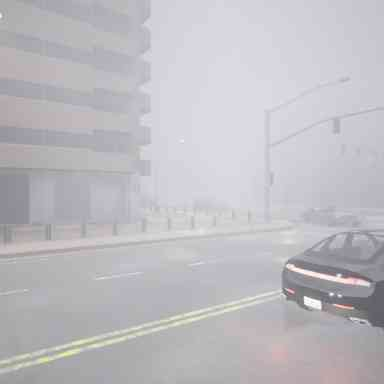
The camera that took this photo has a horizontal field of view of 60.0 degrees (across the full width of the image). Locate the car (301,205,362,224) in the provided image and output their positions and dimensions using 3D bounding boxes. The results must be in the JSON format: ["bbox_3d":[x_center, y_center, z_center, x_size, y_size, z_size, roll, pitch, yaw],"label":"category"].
[{"bbox_3d":[9.089,1.574,21.966,1.895,1.301,4.718,0,0,-8],"label":"car"}]

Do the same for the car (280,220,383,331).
[{"bbox_3d":[3.848,1.492,6.486,4.902,1.511,2.128,0,0,-35],"label":"car"}]

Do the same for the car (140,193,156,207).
[{"bbox_3d":[-7.267,1.169,49.088,2.150,2.045,5.566,0,0,-34],"label":"car"}]

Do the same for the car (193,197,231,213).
[{"bbox_3d":[2.108,1.296,35.519,2.097,1.767,4.553,0,0,-35],"label":"car"}]
